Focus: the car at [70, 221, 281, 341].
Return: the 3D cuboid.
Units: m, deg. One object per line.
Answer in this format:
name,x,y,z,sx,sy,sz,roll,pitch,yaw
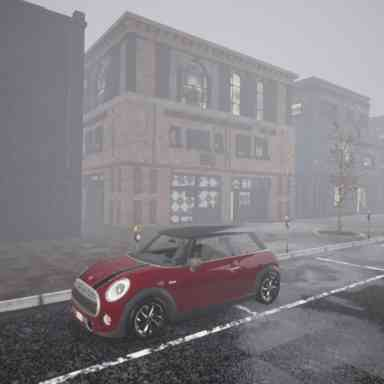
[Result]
car,-0.184,1.441,6.472,4.097,1.590,1.967,0,1,-36
